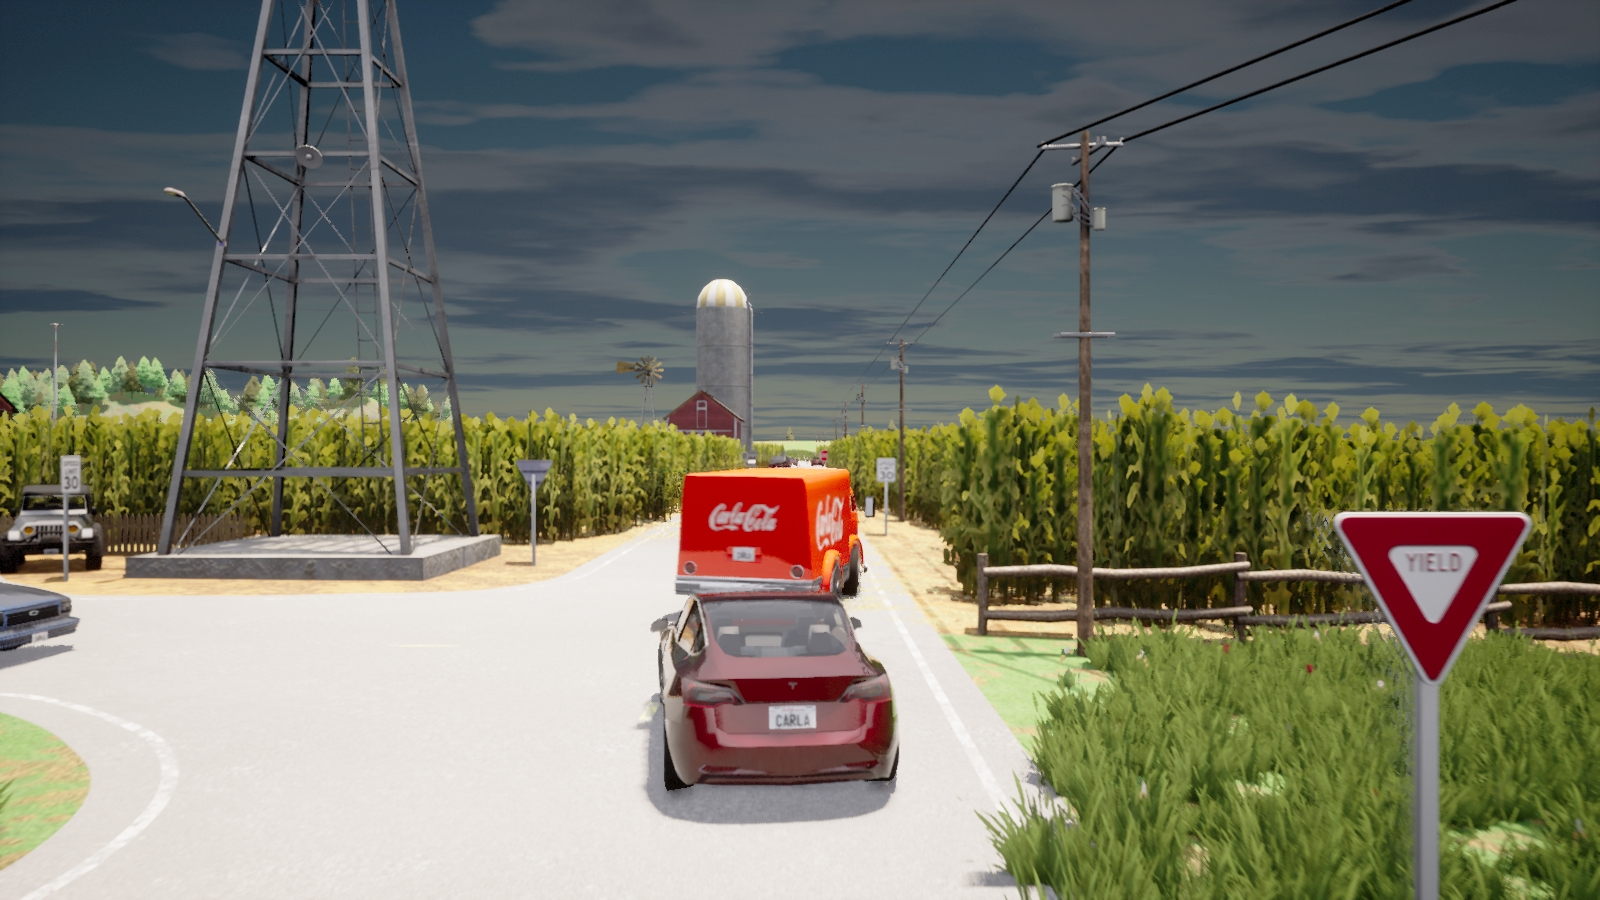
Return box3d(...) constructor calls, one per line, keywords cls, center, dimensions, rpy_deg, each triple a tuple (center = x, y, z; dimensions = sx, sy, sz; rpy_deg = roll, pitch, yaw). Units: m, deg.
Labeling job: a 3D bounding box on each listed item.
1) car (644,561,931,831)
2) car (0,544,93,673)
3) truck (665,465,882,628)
box3d(cls="car", center=(-0.383, 2.059, 10.950), dimensions=(2.163, 1.488, 4.792), rpy_deg=(0, 0, -7))
box3d(cls="car", center=(-12.238, 1.969, 14.458), dimensions=(5.357, 1.411, 2.033), rpy_deg=(0, 0, 1))
box3d(cls="truck", center=(-0.281, 1.576, 21.019), dimensions=(2.627, 2.467, 5.204), rpy_deg=(1, 0, 15))
